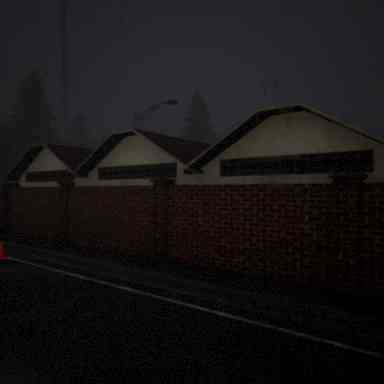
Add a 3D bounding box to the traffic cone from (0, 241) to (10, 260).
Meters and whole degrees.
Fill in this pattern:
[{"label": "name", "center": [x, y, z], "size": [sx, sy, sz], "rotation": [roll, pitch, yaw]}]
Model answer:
[{"label": "traffic cone", "center": [-6.306, 1.944, 11.069], "size": [0.340, 0.580, 0.340], "rotation": [0, 0, 37]}]
